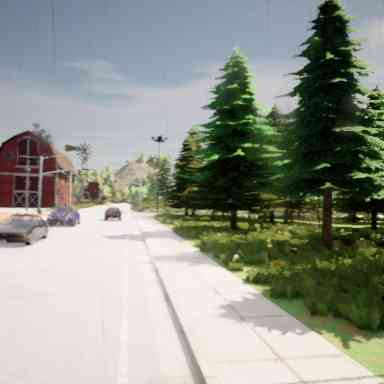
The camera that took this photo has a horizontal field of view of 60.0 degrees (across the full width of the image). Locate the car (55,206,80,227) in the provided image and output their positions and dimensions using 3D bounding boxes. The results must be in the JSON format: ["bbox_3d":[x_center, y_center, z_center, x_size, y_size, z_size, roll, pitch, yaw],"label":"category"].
[{"bbox_3d":[-10.929,1.989,28.512,2.097,1.767,4.553,2,-2,-10],"label":"car"}]

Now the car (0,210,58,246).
[{"bbox_3d":[-8.819,1.886,17.334,2.033,1.411,5.357,2,-2,-11],"label":"car"}]

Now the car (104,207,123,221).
[{"bbox_3d":[-9.085,2.508,38.365,1.837,1.490,4.892,2,-2,-11],"label":"car"}]
